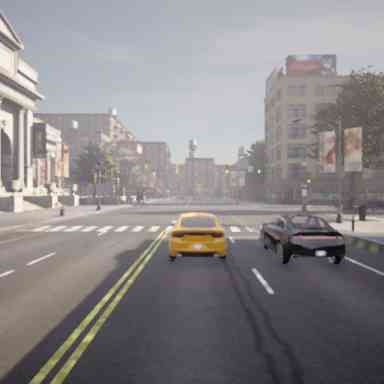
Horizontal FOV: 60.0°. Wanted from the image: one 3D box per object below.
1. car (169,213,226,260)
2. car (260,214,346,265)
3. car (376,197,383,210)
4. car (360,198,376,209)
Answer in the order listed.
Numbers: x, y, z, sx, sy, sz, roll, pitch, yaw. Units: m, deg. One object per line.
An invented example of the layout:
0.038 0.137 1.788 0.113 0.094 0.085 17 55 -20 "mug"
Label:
0.210 1.524 12.653 1.882 1.535 5.008 0 0 1 "car"
3.697 1.538 11.862 2.128 1.511 4.902 0 0 1 "car"
27.352 1.538 43.758 4.553 1.767 2.097 0 0 1 "car"
26.335 1.549 47.262 4.553 1.767 2.097 0 0 1 "car"
